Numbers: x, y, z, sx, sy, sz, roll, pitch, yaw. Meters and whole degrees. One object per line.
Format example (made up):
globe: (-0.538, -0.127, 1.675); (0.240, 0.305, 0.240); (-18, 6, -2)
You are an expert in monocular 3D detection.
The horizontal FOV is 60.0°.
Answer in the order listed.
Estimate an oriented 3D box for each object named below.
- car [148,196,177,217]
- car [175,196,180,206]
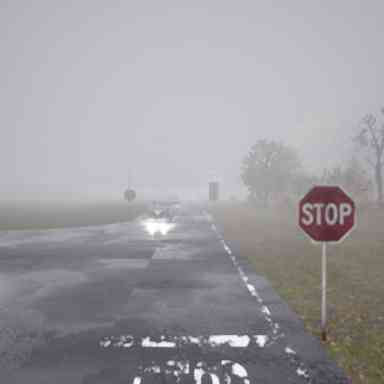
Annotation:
car: (-2.783, 1.434, 29.518); (2.128, 1.511, 4.902); (0, 1, 0)
car: (-2.804, 1.343, 51.896); (2.033, 1.411, 5.357); (0, 0, 0)
